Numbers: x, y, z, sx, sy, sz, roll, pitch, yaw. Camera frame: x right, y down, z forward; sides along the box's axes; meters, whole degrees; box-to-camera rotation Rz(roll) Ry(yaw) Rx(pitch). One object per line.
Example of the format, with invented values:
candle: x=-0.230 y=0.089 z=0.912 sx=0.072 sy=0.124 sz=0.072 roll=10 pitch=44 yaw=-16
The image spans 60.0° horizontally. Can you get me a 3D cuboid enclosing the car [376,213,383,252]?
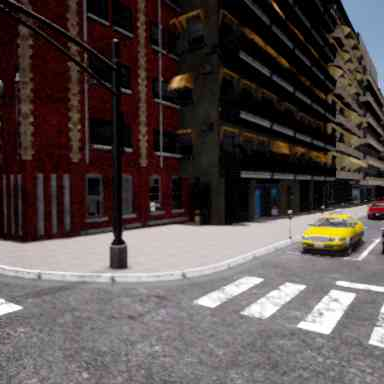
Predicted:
car: x=8.673 y=1.580 z=13.060 sx=1.895 sy=1.301 sz=4.718 roll=0 pitch=0 yaw=35

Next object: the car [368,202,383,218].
car: x=15.622 y=1.500 z=27.482 sx=1.887 sy=1.381 sz=4.507 roll=-1 pitch=-1 yaw=35

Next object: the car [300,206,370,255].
car: x=5.755 y=1.508 z=13.437 sx=1.752 sy=1.417 sz=4.829 roll=-1 pitch=-1 yaw=35
